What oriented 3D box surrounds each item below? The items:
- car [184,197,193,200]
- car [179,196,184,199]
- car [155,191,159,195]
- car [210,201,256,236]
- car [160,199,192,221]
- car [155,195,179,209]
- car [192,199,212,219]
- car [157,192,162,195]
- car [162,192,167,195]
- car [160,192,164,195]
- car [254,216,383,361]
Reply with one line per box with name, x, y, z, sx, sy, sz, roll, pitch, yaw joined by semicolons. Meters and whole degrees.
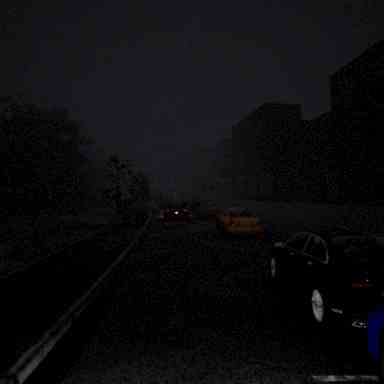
car;0.666;1.485;36.237;2.163;1.488;4.792;0;0;-7
car;-0.752;1.435;45.730;2.097;1.535;5.008;0;0;-9
car;-7.231;1.013;83.943;2.435;2.045;5.566;0;0;-10
car;2.425;1.473;18.265;1.946;1.575;5.366;0;0;-3
car;-1.366;1.544;27.183;1.994;1.385;4.181;0;0;-6
car;-3.334;1.442;42.755;2.128;1.511;4.902;0;0;-9
car;1.478;1.462;29.243;1.946;1.575;5.366;0;0;-5
car;-6.306;1.327;78.478;2.163;1.488;4.792;0;0;-10
car;-4.451;1.383;67.539;2.163;1.488;4.792;0;0;-10
car;-5.372;1.367;72.978;2.002;1.452;4.674;0;0;-10
car;2.971;1.485;6.953;2.231;1.521;4.892;0;0;-1
